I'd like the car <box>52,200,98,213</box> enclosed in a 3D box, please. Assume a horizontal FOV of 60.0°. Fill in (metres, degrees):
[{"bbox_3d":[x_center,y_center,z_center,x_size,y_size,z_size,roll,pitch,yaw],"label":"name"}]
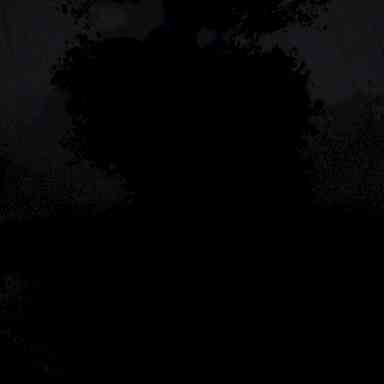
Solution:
[{"bbox_3d":[-12.753,1.627,36.532,1.882,1.535,5.008,-1,1,39],"label":"car"}]
